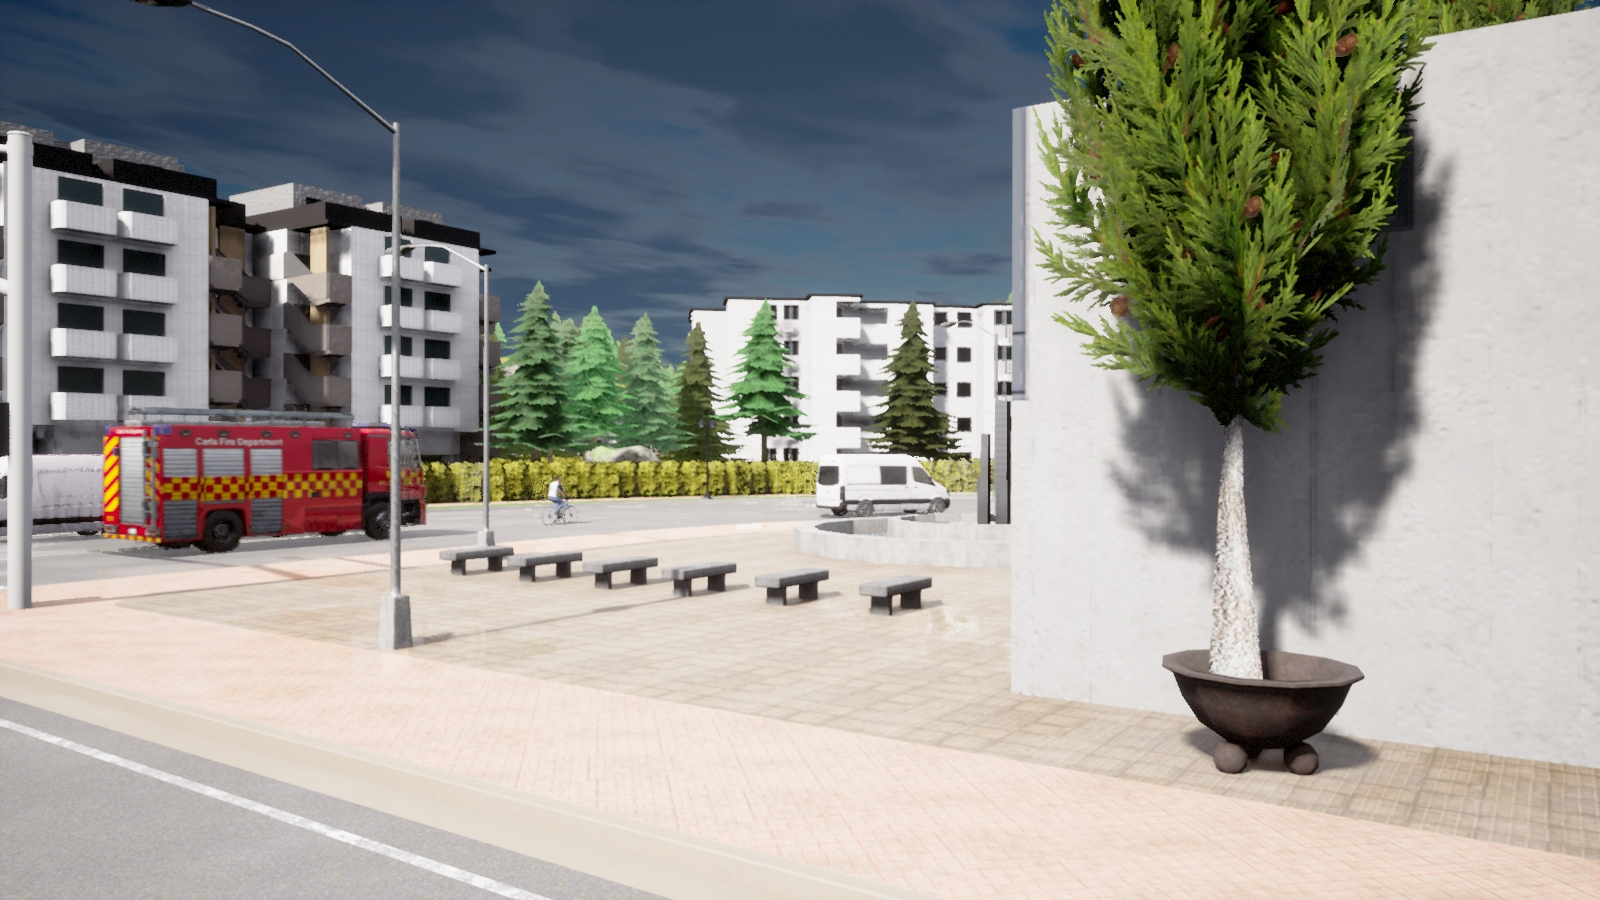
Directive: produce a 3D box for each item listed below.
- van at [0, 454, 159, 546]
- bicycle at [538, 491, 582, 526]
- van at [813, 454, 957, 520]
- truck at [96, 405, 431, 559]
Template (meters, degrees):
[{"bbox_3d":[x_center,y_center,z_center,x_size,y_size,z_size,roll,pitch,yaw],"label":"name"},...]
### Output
[{"bbox_3d":[-22.535,1.422,33.845,1.988,2.561,5.915,0,0,33],"label":"van"},{"bbox_3d":[-8.688,2.114,41.402,0.373,1.196,1.643,1,0,41],"label":"bicycle"},{"bbox_3d":[3.562,1.461,47.268,5.915,2.561,1.988,0,0,-32],"label":"van"},{"bbox_3d":[-14.988,0.798,32.796,2.891,3.827,8.468,0,0,33],"label":"truck"}]
